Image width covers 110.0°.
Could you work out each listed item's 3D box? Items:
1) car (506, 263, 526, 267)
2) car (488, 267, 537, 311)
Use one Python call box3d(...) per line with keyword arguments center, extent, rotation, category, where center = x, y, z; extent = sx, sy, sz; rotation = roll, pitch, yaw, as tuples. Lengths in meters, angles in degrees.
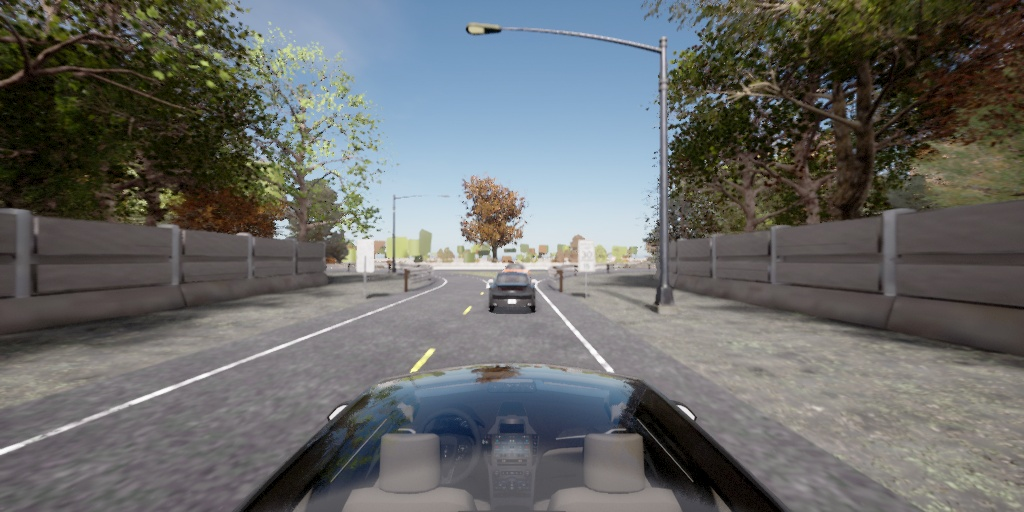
box3d(center=(0.433, 1.405, 30.104), extent=(2.097, 1.767, 4.553), rotation=(0, -1, 8), category="car")
box3d(center=(0.022, 1.404, 15.369), extent=(1.837, 1.490, 4.892), rotation=(0, 0, 0), category="car")
